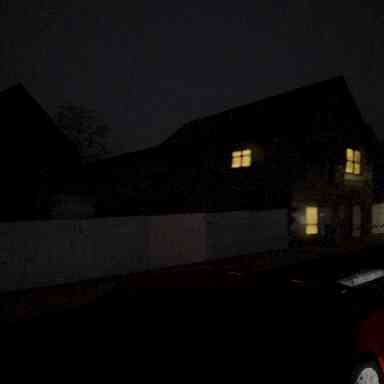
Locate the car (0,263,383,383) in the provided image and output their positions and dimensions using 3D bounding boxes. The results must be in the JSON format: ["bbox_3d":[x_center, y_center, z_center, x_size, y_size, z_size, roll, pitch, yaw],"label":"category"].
[{"bbox_3d":[-0.090,1.523,2.995,5.008,1.535,1.882,0,-1,-37],"label":"car"}]
